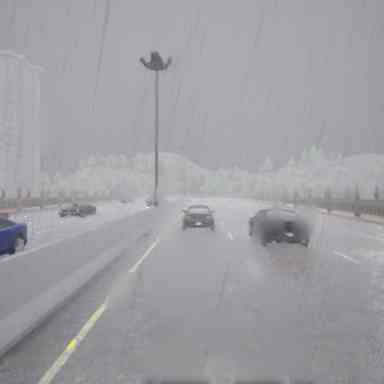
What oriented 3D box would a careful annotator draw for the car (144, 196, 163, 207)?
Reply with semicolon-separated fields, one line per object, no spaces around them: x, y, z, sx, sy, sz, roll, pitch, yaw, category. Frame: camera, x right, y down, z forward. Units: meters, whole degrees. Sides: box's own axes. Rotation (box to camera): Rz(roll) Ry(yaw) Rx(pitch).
-5.818;1.353;52.319;2.097;1.767;4.553;0;0;2;car

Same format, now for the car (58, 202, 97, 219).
-10.025;1.602;29.478;1.895;1.301;4.718;0;0;2;car

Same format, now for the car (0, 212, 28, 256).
-7.011;1.478;10.242;1.882;1.535;5.008;0;0;1;car

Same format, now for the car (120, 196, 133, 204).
-12.448;1.506;63.403;1.837;1.490;4.892;0;0;2;car

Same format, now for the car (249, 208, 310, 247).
3.789;1.478;15.143;1.882;1.535;5.008;0;0;1;car

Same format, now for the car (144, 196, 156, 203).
-8.737;1.529;70.220;1.812;1.442;4.674;0;0;2;car

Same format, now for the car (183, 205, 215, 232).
0.417;1.526;20.180;1.812;1.442;4.674;0;0;2;car
